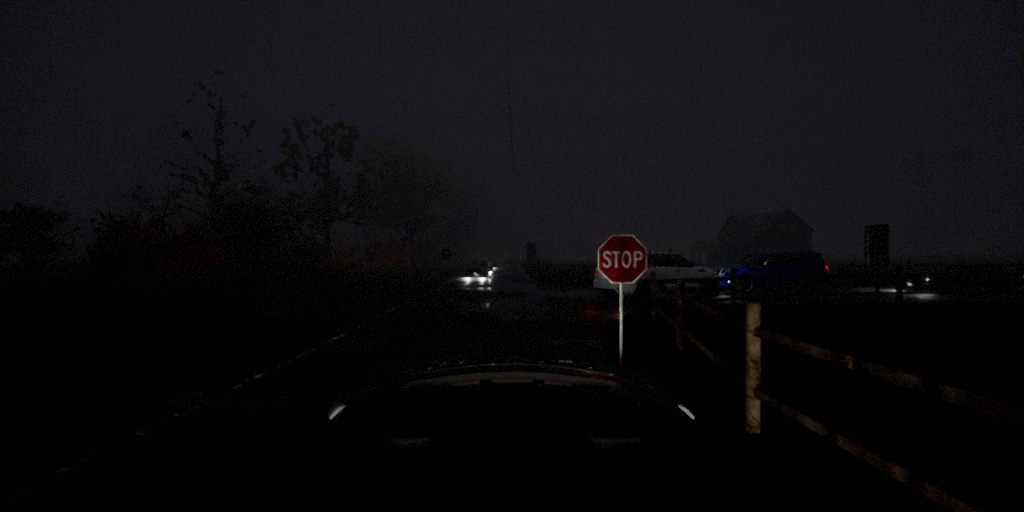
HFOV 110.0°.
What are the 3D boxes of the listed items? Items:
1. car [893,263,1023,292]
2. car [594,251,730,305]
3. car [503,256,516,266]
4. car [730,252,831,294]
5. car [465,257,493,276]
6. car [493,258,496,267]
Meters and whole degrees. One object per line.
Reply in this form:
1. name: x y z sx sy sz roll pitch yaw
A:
1. car: 23.350 1.080 18.734 5.357 1.411 2.033 0 0 -2
2. car: 6.138 0.821 15.153 5.566 2.045 2.150 0 -2 -22
3. car: -0.406 0.825 59.044 2.033 1.411 5.357 0 1 -1
4. car: 13.100 0.799 18.482 5.566 2.045 2.150 0 0 -1
5. car: -3.122 1.057 32.842 2.033 1.411 5.357 0 0 0
6. car: -3.203 0.952 42.533 1.812 1.442 4.674 0 1 -1
